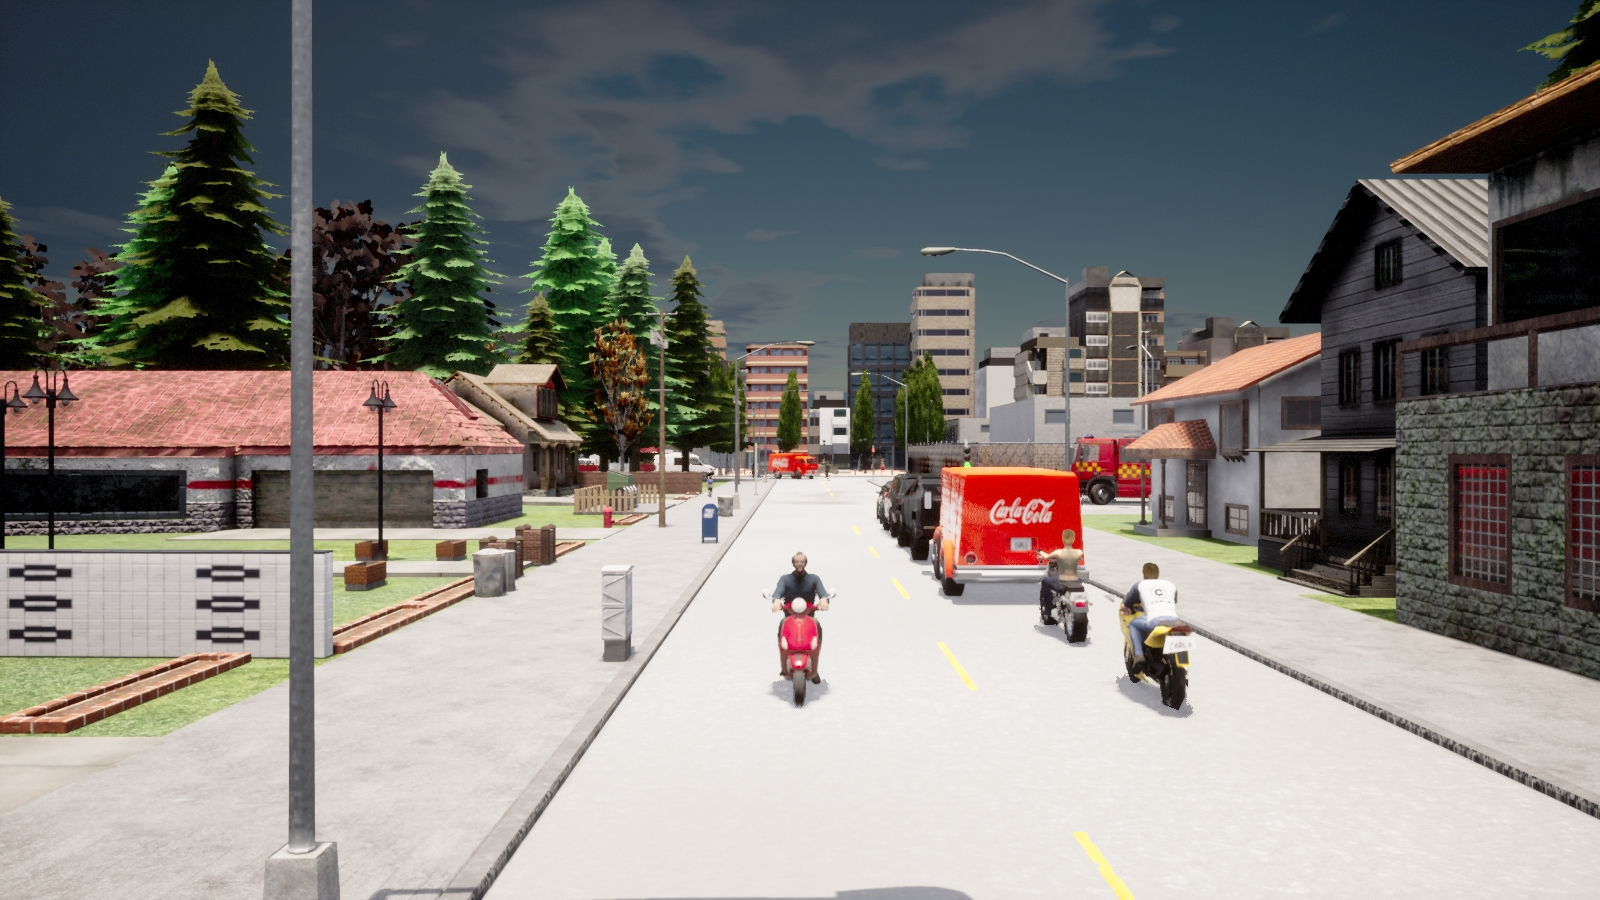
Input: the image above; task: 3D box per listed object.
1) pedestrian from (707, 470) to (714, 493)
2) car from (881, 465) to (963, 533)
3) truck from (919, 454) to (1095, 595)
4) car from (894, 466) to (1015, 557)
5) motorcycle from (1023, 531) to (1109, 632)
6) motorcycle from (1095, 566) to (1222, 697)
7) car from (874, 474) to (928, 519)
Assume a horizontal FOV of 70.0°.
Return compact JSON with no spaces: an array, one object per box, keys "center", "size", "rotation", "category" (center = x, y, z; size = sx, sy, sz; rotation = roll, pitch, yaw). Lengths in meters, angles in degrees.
[{"center":[-5.112,1.803,65.130],"size":[0.375,1.300,0.375],"rotation":[0,0,3],"category":"pedestrian"},{"center":[3.978,1.559,38.124],"size":[2.150,2.045,5.566],"rotation":[0,0,0],"category":"car"},{"center":[3.996,1.356,23.180],"size":[2.627,2.467,5.204],"rotation":[0,1,0],"category":"truck"},{"center":[3.988,1.534,30.676],"size":[2.390,2.098,6.274],"rotation":[0,0,0],"category":"car"},{"center":[3.999,1.950,17.387],"size":[0.764,1.277,2.356],"rotation":[0,0,0],"category":"motorcycle"},{"center":[3.995,1.993,12.908],"size":[0.803,1.145,2.033],"rotation":[0,0,0],"category":"motorcycle"},{"center":[3.942,1.780,45.130],"size":[1.851,1.617,3.988],"rotation":[0,0,1],"category":"car"}]
